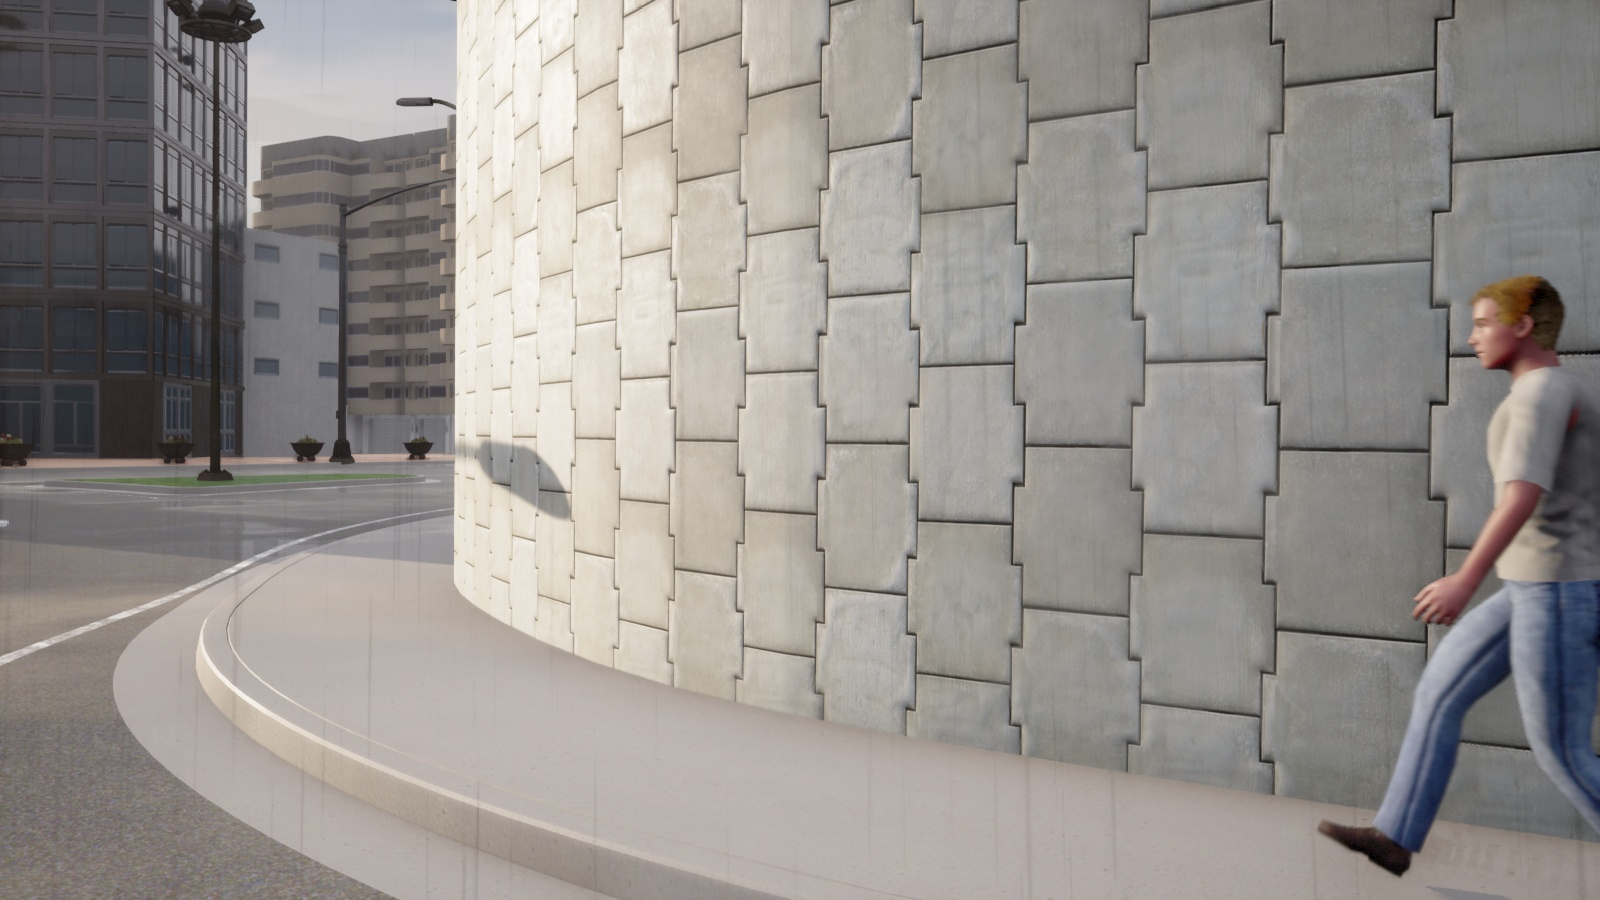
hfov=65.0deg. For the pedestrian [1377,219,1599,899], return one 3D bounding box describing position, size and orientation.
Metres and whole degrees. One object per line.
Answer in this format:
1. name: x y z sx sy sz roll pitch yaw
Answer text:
1. pedestrian: 2.015 0.321 3.484 0.706 1.836 0.354 0 1 33
